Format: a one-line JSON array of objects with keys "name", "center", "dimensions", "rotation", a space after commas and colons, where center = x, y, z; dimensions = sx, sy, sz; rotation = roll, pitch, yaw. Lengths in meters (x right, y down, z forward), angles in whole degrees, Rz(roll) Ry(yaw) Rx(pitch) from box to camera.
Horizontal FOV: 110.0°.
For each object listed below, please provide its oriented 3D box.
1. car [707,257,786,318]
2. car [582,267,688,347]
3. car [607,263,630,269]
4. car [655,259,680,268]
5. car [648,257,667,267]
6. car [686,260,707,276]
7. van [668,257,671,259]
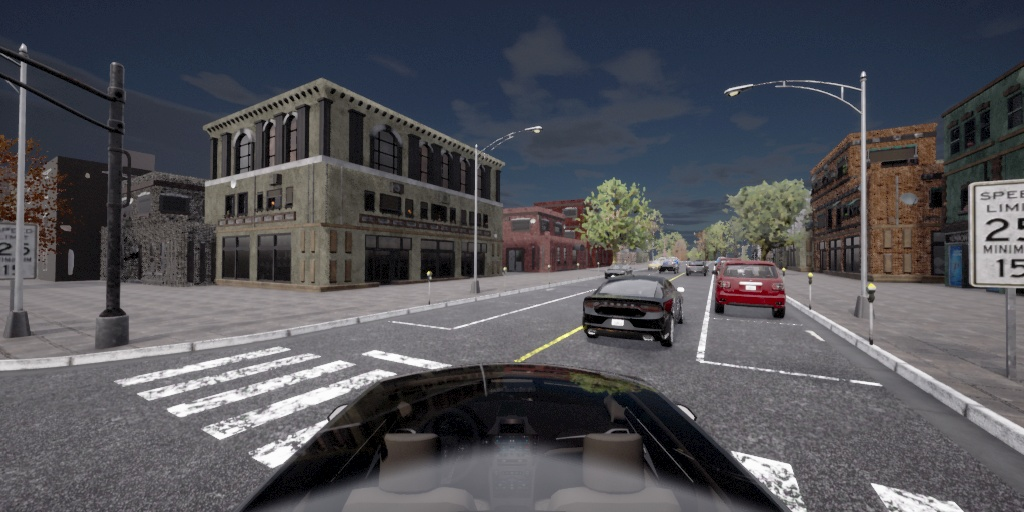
[{"name": "car", "center": [8.572, 1.069, 13.192], "dimensions": [2.192, 1.841, 5.009], "rotation": [0, 0, 30]}, {"name": "car", "center": [3.419, 1.230, 9.586], "dimensions": [1.882, 1.535, 5.008], "rotation": [0, 0, 30]}, {"name": "car", "center": [9.523, 1.324, 31.779], "dimensions": [1.948, 1.339, 4.313], "rotation": [0, 0, 30]}, {"name": "car", "center": [18.234, 1.361, 41.627], "dimensions": [1.895, 1.301, 4.718], "rotation": [0, 0, 30]}, {"name": "car", "center": [20.421, 1.286, 50.893], "dimensions": [1.751, 1.417, 4.829], "rotation": [0, 0, 30]}, {"name": "car", "center": [19.040, 1.252, 36.877], "dimensions": [2.128, 1.511, 4.902], "rotation": [0, 0, 30]}, {"name": "van", "center": [23.251, 1.101, 55.856], "dimensions": [1.690, 1.789, 3.998], "rotation": [0, 0, 30]}]
